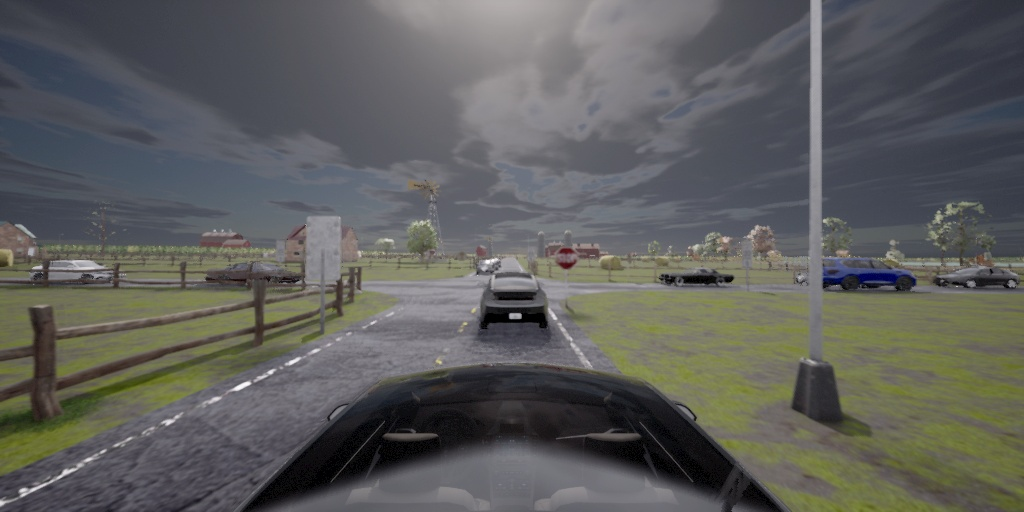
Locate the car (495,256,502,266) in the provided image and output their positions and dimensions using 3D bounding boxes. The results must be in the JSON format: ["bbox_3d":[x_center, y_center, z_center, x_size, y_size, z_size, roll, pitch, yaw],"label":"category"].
[{"bbox_3d":[-2.836,1.169,49.464,2.128,1.511,4.902,0,0,0],"label":"car"}]

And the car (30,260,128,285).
[{"bbox_3d":[-26.787,0.975,22.210,4.674,1.442,1.812,0,-1,0],"label":"car"}]

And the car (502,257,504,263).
[{"bbox_3d":[-2.795,1.153,59.415,2.128,1.511,4.902,0,0,1],"label":"car"}]

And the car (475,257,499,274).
[{"bbox_3d":[-2.849,1.187,39.064,2.128,1.511,4.902,0,0,0],"label":"car"}]

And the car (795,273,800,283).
[{"bbox_3d":[23.210,1.459,25.829,4.902,1.511,2.128,1,-1,-1],"label":"car"}]

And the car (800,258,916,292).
[{"bbox_3d":[22.209,1.153,22.903,5.566,2.045,2.150,1,0,0],"label":"car"}]

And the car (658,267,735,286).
[{"bbox_3d":[13.059,1.473,25.666,4.718,1.301,1.895,1,-1,-2],"label":"car"}]

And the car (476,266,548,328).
[{"bbox_3d":[-0.016,1.241,11.304,1.837,1.490,4.892,0,0,-2],"label":"car"}]

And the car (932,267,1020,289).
[{"bbox_3d":[33.523,1.566,25.959,4.892,1.490,1.837,0,-1,-1],"label":"car"}]

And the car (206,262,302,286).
[{"bbox_3d":[-15.831,1.109,22.358,5.357,1.411,2.033,1,-1,-1],"label":"car"}]
